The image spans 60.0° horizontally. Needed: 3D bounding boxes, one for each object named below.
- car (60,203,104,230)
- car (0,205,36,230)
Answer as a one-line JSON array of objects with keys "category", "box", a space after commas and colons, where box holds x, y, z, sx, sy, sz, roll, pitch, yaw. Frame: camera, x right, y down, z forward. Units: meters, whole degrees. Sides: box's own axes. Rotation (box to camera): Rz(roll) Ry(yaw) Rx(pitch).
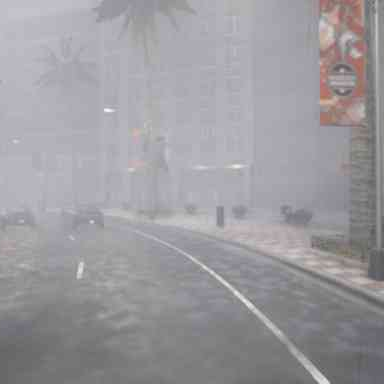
[{"category": "car", "box": [-7.139, 1.492, 21.399, 1.837, 1.490, 4.892, 0, 0, -33]}, {"category": "car", "box": [-11.368, 1.554, 21.423, 1.812, 1.442, 4.674, 0, 0, -36]}]
